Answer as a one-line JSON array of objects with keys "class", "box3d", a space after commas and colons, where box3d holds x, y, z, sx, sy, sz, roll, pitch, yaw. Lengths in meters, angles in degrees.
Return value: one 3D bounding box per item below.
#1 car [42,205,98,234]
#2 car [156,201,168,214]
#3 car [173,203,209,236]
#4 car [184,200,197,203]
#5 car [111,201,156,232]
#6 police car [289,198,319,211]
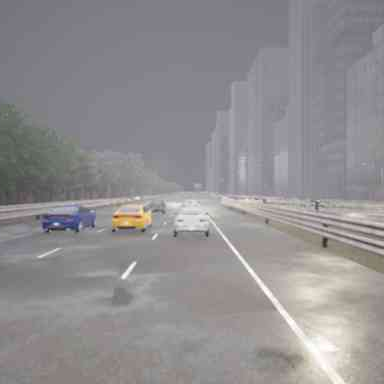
[{"class": "car", "box3d": [-7.064, 1.529, 19.735, 1.882, 1.535, 5.008, 0, 0, -1]}, {"class": "car", "box3d": [-3.707, 1.622, 36.000, 2.033, 1.411, 5.357, 0, 0, -1]}, {"class": "car", "box3d": [-0.051, 1.553, 18.483, 1.812, 1.442, 4.674, 0, 0, -1]}, {"class": "car", "box3d": [-0.217, 1.592, 36.978, 1.812, 1.442, 4.674, 0, 0, -1]}, {"class": "car", "box3d": [-3.573, 1.520, 20.430, 1.882, 1.535, 5.008, 0, 0, 0]}, {"class": "police car", "box3d": [14.466, 1.561, 43.271, 1.930, 1.638, 5.238, 0, 0, -18]}]
